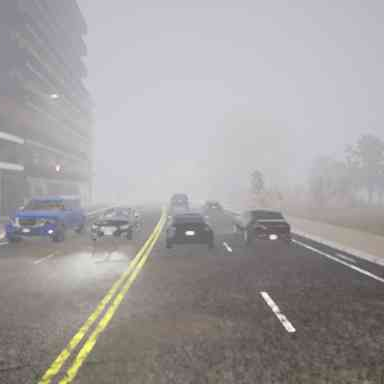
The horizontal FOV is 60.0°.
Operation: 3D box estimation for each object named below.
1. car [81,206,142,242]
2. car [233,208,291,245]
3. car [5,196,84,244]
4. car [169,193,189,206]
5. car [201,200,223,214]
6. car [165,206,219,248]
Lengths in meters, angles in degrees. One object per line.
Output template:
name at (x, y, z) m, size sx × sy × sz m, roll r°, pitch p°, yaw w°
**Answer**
car at (-3.652, 1.498, 16.647) m, size 2.128 × 1.511 × 4.902 m, roll 0°, pitch 0°, yaw -2°
car at (3.096, 1.492, 15.369) m, size 1.837 × 1.490 × 4.892 m, roll 0°, pitch 0°, yaw -2°
car at (-6.892, 1.241, 16.404) m, size 2.150 × 2.045 × 5.566 m, roll 0°, pitch 0°, yaw -2°
car at (-1.588, 1.199, 40.933) m, size 2.150 × 2.045 × 5.566 m, roll 0°, pitch 0°, yaw -5°
car at (2.076, 1.536, 35.321) m, size 1.994 × 1.385 × 4.181 m, roll 0°, pitch 0°, yaw -4°
car at (-0.137, 1.560, 14.837) m, size 1.994 × 1.385 × 4.181 m, roll 0°, pitch 0°, yaw -2°
